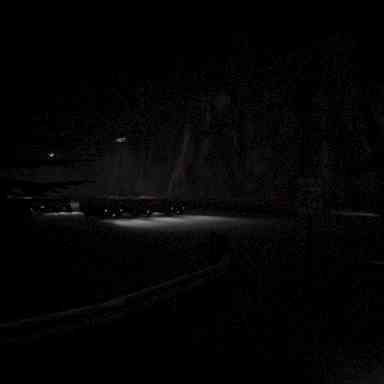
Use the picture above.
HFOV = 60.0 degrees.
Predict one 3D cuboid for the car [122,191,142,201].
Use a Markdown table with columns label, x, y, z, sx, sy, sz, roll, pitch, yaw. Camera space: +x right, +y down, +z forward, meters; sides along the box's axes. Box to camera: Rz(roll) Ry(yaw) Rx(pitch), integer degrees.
| label | x | y | z | sx | sy | sz | roll | pitch | yaw |
| --- | --- | --- | --- | --- | --- | --- | --- | --- | --- |
| car | -14.343 | 0.924 | 79.722 | 2.150 | 2.045 | 5.566 | 0 | 1 | -41 |

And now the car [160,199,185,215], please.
| label | x | y | z | sx | sy | sz | roll | pitch | yaw |
| --- | --- | --- | --- | --- | --- | --- | --- | --- | --- |
| car | -2.813 | 1.665 | 34.545 | 1.895 | 1.301 | 4.718 | 0 | 0 | -42 |

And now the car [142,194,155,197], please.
| label | x | y | z | sx | sy | sz | roll | pitch | yaw |
| --- | --- | --- | --- | --- | --- | --- | --- | --- | --- |
| car | -10.372 | 1.406 | 69.868 | 1.812 | 1.442 | 4.674 | 0 | 1 | -41 |

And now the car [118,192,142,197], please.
| label | x | y | z | sx | sy | sz | roll | pitch | yaw |
| --- | --- | --- | --- | --- | --- | --- | --- | --- | --- |
| car | -12.734 | 1.358 | 67.252 | 1.882 | 1.535 | 5.008 | 0 | 1 | -41 |

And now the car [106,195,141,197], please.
| label | x | y | z | sx | sy | sz | roll | pitch | yaw |
| --- | --- | --- | --- | --- | --- | --- | --- | --- | --- |
| car | -8.973 | 1.533 | 41.547 | 2.128 | 1.511 | 4.902 | 0 | 0 | -41 |

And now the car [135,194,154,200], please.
| label | x | y | z | sx | sy | sz | roll | pitch | yaw |
| --- | --- | --- | --- | --- | --- | --- | --- | --- | --- |
| car | -11.693 | 1.246 | 82.008 | 2.033 | 1.411 | 5.357 | 0 | 1 | -41 |

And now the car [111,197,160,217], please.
| label | x | y | z | sx | sy | sz | roll | pitch | yaw |
| --- | --- | --- | --- | --- | --- | --- | --- | --- | --- |
| car | -5.657 | 1.548 | 32.480 | 2.128 | 1.511 | 4.902 | 0 | 0 | -41 |

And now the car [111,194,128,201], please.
| label | x | y | z | sx | sy | sz | roll | pitch | yaw |
| --- | --- | --- | --- | --- | --- | --- | --- | --- | --- |
| car | -16.961 | 1.245 | 77.398 | 1.994 | 1.385 | 4.181 | 0 | 1 | -41 |

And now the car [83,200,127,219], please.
| label | x | y | z | sx | sy | sz | roll | pitch | yaw |
| --- | --- | --- | --- | --- | --- | --- | --- | --- | --- |
| car | -8.090 | 1.651 | 29.944 | 1.895 | 1.301 | 4.718 | 0 | 0 | -41 |

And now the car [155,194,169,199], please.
| label | x | y | z | sx | sy | sz | roll | pitch | yaw |
| --- | --- | --- | --- | --- | --- | --- | --- | --- | --- |
| car | -7.720 | 1.244 | 72.152 | 2.097 | 1.767 | 4.553 | 0 | 1 | -41 |

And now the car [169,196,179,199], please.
| label | x | y | z | sx | sy | sz | roll | pitch | yaw |
| --- | --- | --- | --- | --- | --- | --- | --- | --- | --- |
| car | -5.128 | 1.490 | 74.504 | 1.895 | 1.301 | 4.718 | 0 | 1 | -41 |

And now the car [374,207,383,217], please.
| label | x | y | z | sx | sy | sz | roll | pitch | yaw |
| --- | --- | --- | --- | --- | --- | --- | --- | --- | --- |
| car | 18.812 | 1.690 | 29.831 | 1.895 | 1.301 | 4.718 | 0 | 0 | -15 |
